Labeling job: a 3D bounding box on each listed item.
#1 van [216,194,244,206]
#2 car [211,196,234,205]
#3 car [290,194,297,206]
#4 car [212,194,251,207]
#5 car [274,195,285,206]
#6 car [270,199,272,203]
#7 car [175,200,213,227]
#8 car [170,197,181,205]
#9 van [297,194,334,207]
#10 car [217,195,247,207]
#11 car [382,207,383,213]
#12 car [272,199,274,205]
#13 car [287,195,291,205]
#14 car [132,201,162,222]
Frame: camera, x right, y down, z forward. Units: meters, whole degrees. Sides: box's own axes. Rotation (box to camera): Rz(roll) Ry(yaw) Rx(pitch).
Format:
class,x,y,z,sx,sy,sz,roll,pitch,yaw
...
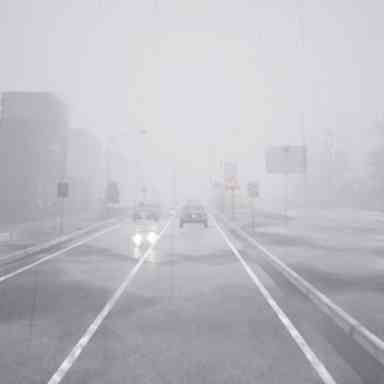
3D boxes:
class,x,y,z,sx,sy,sz,roll,pitch,yaw
van,6.334,1.373,55.469,4.442,1.987,1.878,0,-1,0
car,6.115,1.777,67.607,4.553,1.767,2.185,0,-2,-1
car,18.702,1.529,51.758,5.366,1.575,1.946,0,-1,0
car,6.082,1.493,49.509,5.366,1.575,1.946,0,-1,0
car,18.420,1.448,60.138,5.566,2.045,2.435,0,-2,-1
car,18.350,1.597,65.598,5.566,2.045,2.435,0,-2,-1
car,0.097,1.504,22.606,2.033,1.411,5.357,0,0,0
car,-3.357,1.821,67.356,2.097,1.767,4.553,0,-2,0
van,18.423,1.264,48.965,4.442,1.987,1.878,0,-1,0
car,6.274,1.415,52.430,4.553,1.767,2.185,0,-1,0
car,18.680,1.431,28.169,4.674,1.452,2.002,0,0,0
car,18.406,1.774,62.924,4.892,1.521,2.231,0,-2,-1
car,18.681,1.576,54.419,5.366,1.575,1.946,0,-1,0
car,-3.353,1.441,25.505,2.128,1.511,4.902,0,0,0
